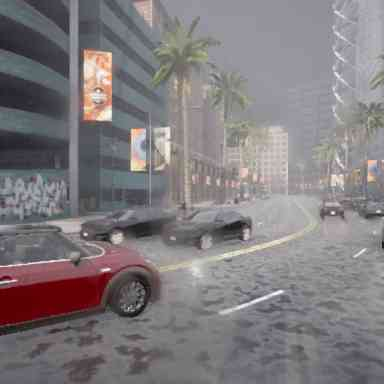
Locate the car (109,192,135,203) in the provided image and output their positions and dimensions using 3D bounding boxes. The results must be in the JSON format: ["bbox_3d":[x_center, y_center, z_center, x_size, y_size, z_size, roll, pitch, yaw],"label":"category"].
[{"bbox_3d":[-10.836,0.982,51.444,2.435,2.045,5.566,0,0,16],"label":"car"}]

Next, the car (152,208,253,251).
[{"bbox_3d":[0.830,1.467,14.426,1.882,1.535,5.008,1,0,38],"label":"car"}]

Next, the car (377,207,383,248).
[{"bbox_3d":[9.174,1.501,13.978,1.837,1.490,4.892,1,0,34],"label":"car"}]

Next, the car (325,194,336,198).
[{"bbox_3d":[32.877,1.318,77.300,2.185,1.767,4.553,0,0,16],"label":"car"}]

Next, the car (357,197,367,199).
[{"bbox_3d":[24.785,1.461,49.062,2.231,1.521,4.892,0,0,16],"label":"car"}]

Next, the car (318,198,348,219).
[{"bbox_3d":[12.141,1.512,29.106,1.812,1.442,4.674,0,0,18],"label":"car"}]

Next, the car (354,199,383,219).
[{"bbox_3d":[15.755,1.553,28.911,1.994,1.385,4.181,0,0,18],"label":"car"}]

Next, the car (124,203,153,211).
[{"bbox_3d":[-2.758,1.464,15.551,1.882,1.535,5.008,0,0,40],"label":"car"}]

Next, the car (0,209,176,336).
[{"bbox_3d":[-2.806,1.346,5.855,4.553,1.767,2.097,0,0,-37],"label":"car"}]

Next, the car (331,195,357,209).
[{"bbox_3d":[20.499,1.485,44.962,1.837,1.490,4.892,0,0,16],"label":"car"}]
